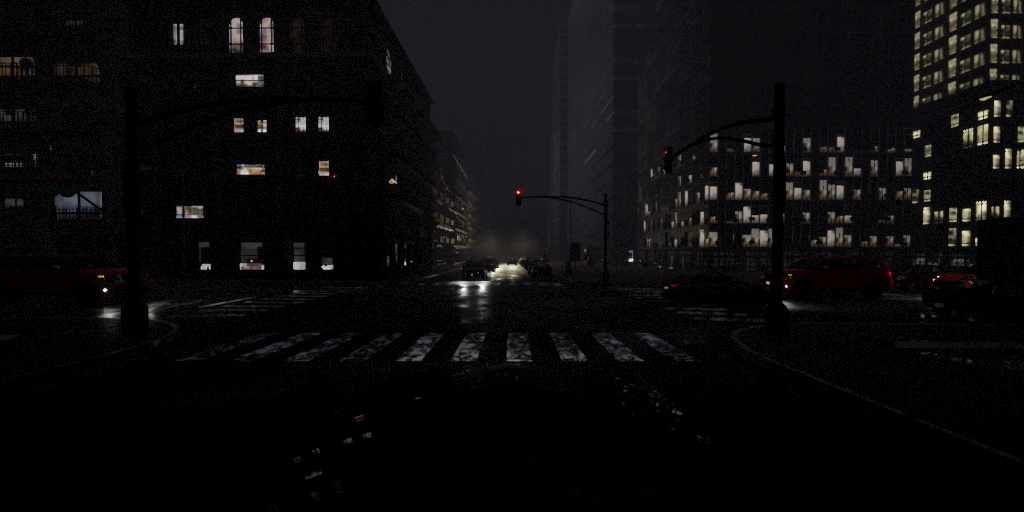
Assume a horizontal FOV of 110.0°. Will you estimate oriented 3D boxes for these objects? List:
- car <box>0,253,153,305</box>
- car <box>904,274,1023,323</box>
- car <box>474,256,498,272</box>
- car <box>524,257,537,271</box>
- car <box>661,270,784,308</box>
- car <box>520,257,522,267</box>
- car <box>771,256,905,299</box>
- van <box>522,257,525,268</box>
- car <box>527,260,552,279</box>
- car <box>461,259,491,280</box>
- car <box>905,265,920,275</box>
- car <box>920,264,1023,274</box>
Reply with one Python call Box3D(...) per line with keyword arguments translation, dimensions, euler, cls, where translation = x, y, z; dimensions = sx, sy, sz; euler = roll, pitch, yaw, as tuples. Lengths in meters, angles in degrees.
Box3D(translation=(-18.849, 0.911, 15.336), dimensions=(5.566, 2.045, 2.150), euler=(0, 1, 1), cls="car")
Box3D(translation=(16.708, 1.445, 12.170), dimensions=(4.403, 1.370, 2.007), euler=(0, 0, 1), cls="car")
Box3D(translation=(-3.122, 1.062, 44.029), dimensions=(2.097, 1.767, 4.553), euler=(0, 0, 0), cls="car")
Box3D(translation=(2.633, 1.159, 38.114), dimensions=(1.967, 1.591, 4.097), euler=(0, 0, 0), cls="car")
Box3D(translation=(8.710, 1.369, 15.445), dimensions=(4.181, 1.385, 1.994), euler=(1, 1, 6), cls="car")
Box3D(translation=(2.622, 1.240, 55.052), dimensions=(1.888, 1.381, 4.507), euler=(0, 0, 0), cls="car")
Box3D(translation=(15.704, 1.020, 18.088), dimensions=(5.566, 2.045, 2.150), euler=(0, 1, 1), cls="car")
Box3D(translation=(2.626, 1.045, 49.406), dimensions=(1.690, 1.789, 3.998), euler=(0, 0, 0), cls="van")
Box3D(translation=(2.637, 1.272, 32.468), dimensions=(1.888, 1.381, 4.507), euler=(0, 0, 0), cls="car")
Box3D(translation=(-3.149, 1.234, 30.699), dimensions=(1.837, 1.490, 4.892), euler=(0, 0, 0), cls="car")
Box3D(translation=(23.361, 1.230, 20.722), dimensions=(4.097, 1.591, 1.967), euler=(0, 0, 1), cls="car")
Box3D(translation=(24.095, 1.189, 17.978), dimensions=(4.553, 1.767, 2.097), euler=(0, 1, 1), cls="car")
